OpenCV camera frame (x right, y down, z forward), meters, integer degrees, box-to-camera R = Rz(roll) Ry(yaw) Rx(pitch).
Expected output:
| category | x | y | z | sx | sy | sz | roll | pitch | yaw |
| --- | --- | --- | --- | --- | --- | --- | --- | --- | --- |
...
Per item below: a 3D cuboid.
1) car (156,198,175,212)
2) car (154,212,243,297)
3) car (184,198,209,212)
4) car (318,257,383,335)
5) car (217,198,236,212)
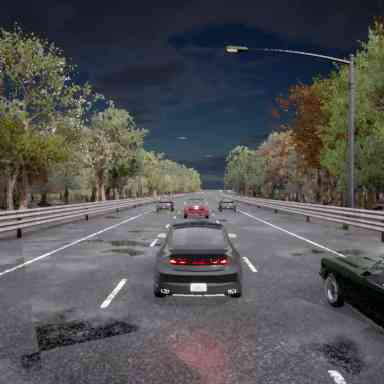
| category | x | y | z | sx | sy | sz | roll | pitch | yaw |
| --- | --- | --- | --- | --- | --- | --- | --- | --- | --- |
| car | -2.998 | 1.479 | 38.530 | 2.128 | 1.511 | 4.902 | 0 | 0 | 1 |
| car | 0.133 | 1.503 | 8.532 | 1.837 | 1.490 | 4.892 | 0 | 0 | 0 |
| car | 0.355 | 1.344 | 29.500 | 2.097 | 1.767 | 4.553 | 0 | 0 | 0 |
| car | 3.614 | 1.600 | 4.996 | 1.895 | 1.301 | 4.718 | 0 | 0 | 0 |
| car | 4.007 | 1.479 | 38.668 | 2.128 | 1.511 | 4.902 | 0 | 0 | 1 |
